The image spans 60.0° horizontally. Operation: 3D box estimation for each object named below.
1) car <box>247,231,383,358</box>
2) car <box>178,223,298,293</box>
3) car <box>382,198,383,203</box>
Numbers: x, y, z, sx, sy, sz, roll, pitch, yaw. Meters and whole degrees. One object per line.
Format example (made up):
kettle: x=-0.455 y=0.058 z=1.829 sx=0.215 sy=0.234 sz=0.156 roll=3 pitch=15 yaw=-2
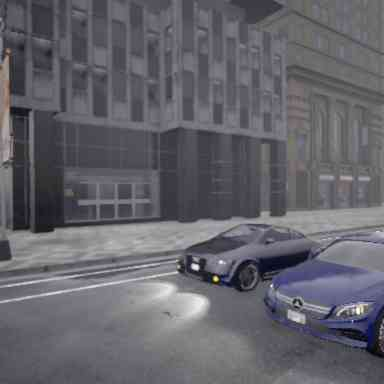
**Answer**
car: x=3.379 y=1.513 z=6.096 sx=4.674 sy=1.442 sz=1.812 roll=0 pitch=0 yaw=-36
car: x=1.700 y=1.551 z=8.889 sx=4.181 sy=1.385 sz=1.994 roll=0 pitch=0 yaw=-36
car: x=41.303 y=1.799 z=71.001 sx=1.802 sy=1.307 sz=4.206 roll=-1 pitch=0 yaw=-35
